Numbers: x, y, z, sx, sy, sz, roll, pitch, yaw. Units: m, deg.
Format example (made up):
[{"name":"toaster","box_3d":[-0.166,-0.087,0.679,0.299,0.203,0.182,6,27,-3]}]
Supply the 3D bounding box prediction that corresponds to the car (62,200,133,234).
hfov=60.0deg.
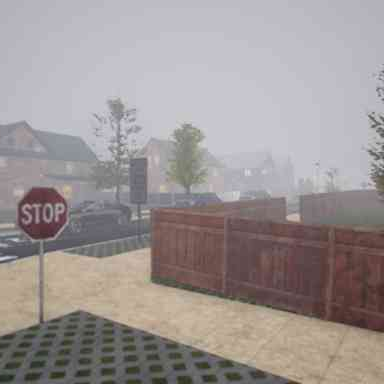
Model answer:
[{"name":"car","box_3d":[-5.272,1.187,17.182,2.128,1.511,4.902,-1,1,36]}]

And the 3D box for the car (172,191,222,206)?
[{"name":"car","box_3d":[0.401,0.814,25.063,2.097,1.767,4.553,-1,1,36]}]

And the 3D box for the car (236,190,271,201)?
[{"name":"car","box_3d":[6.195,0.578,33.099,2.097,1.767,4.553,-1,1,36]}]

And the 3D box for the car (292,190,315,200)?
[{"name":"car","box_3d":[15.444,0.409,45.794,2.033,1.411,5.357,-1,1,36]}]
